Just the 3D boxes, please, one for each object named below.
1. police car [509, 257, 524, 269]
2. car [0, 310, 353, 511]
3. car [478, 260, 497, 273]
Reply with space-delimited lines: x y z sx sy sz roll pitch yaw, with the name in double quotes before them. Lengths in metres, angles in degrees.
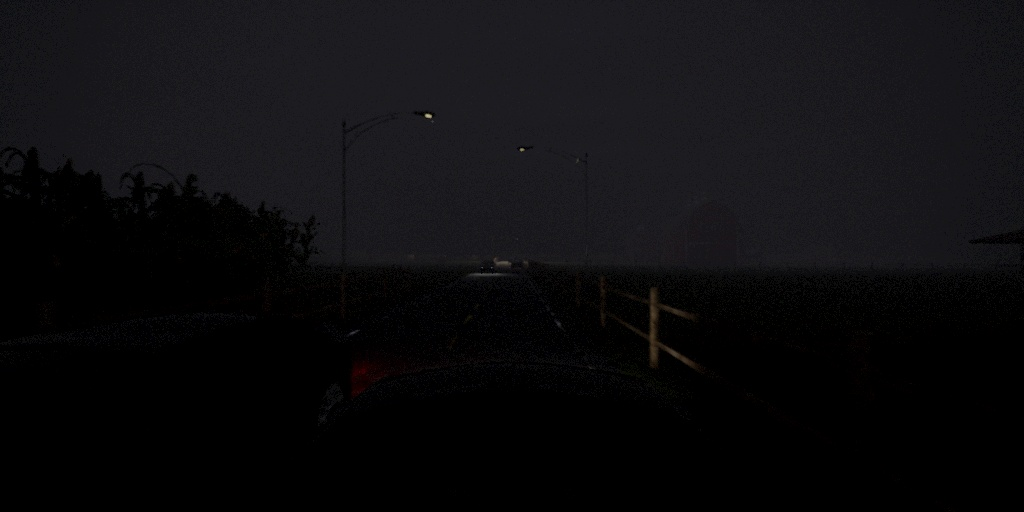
"police car" 0.818 1.160 55.423 1.930 1.638 5.238 0 0 0
"car" -2.841 1.256 2.470 1.837 1.490 4.892 0 0 0
"car" -2.835 1.246 42.675 1.837 1.490 4.892 0 0 0
